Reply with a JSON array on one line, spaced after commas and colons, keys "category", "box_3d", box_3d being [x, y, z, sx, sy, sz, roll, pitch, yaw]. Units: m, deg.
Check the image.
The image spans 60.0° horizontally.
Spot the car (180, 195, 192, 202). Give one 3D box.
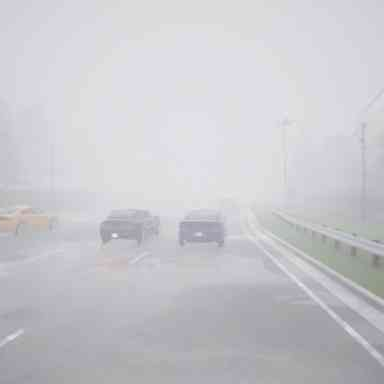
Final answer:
[{"category": "car", "box_3d": [-1.287, 1.480, 73.746, 1.882, 1.535, 5.008, 0, 0, 9]}]

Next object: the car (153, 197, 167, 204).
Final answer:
[{"category": "car", "box_3d": [-6.248, 1.705, 64.344, 1.994, 1.385, 4.181, 0, 0, 9]}]

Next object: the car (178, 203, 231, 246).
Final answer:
[{"category": "car", "box_3d": [0.637, 1.515, 15.533, 1.882, 1.535, 5.008, 0, 0, 9]}]

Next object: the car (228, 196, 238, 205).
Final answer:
[{"category": "car", "box_3d": [7.784, 1.635, 62.841, 1.882, 1.535, 5.008, 0, 0, 9]}]

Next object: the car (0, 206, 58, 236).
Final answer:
[{"category": "car", "box_3d": [-9.500, 1.508, 18.733, 1.882, 1.535, 5.008, 0, 0, 9]}]

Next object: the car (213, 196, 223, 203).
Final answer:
[{"category": "car", "box_3d": [5.639, 1.605, 72.729, 1.895, 1.301, 4.718, 0, 0, 9]}]

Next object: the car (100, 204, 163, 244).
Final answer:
[{"category": "car", "box_3d": [-2.818, 1.539, 16.105, 1.837, 1.490, 4.892, 0, 0, 9]}]

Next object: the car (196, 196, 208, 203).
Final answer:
[{"category": "car", "box_3d": [2.174, 1.546, 73.223, 2.033, 1.411, 5.357, 0, 0, 9]}]

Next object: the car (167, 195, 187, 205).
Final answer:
[{"category": "car", "box_3d": [-2.844, 1.648, 63.442, 1.837, 1.490, 4.892, 0, 0, 9]}]

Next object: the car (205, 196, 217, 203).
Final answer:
[{"category": "car", "box_3d": [4.139, 1.678, 62.808, 1.812, 1.442, 4.674, 0, 0, 9]}]

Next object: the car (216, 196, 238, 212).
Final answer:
[{"category": "car", "box_3d": [4.537, 1.455, 41.327, 2.097, 1.767, 4.553, 0, 0, 9]}]

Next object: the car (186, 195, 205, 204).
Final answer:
[{"category": "car", "box_3d": [0.679, 1.713, 63.331, 1.994, 1.385, 4.181, 0, 0, 9]}]

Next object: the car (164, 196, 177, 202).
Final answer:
[{"category": "car", "box_3d": [-4.748, 1.551, 74.269, 1.994, 1.385, 4.181, 0, 0, 9]}]
